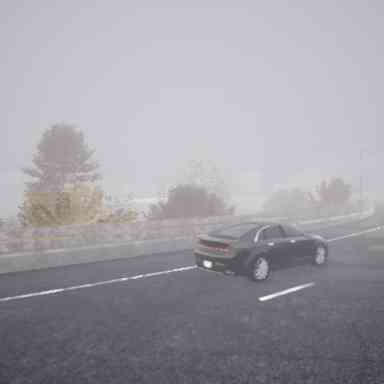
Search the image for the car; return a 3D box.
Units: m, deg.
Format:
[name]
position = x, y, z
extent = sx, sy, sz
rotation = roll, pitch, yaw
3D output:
[car]
position = 2.270, 1.606, 10.072
extent = 4.892, 1.490, 1.837
rotation = 0, 0, -39
